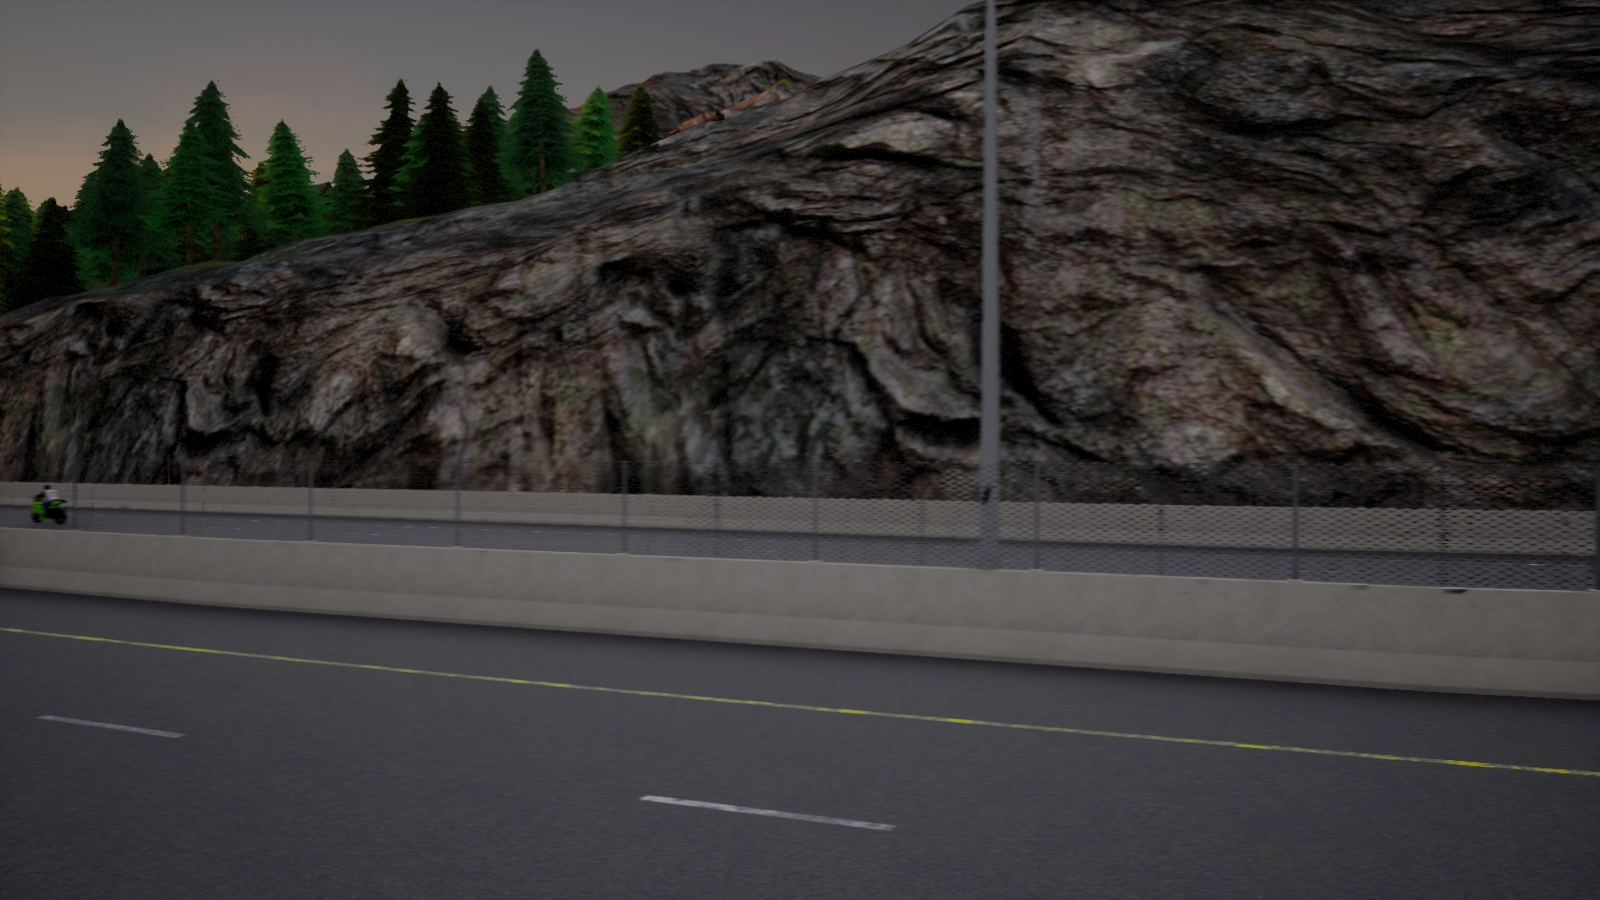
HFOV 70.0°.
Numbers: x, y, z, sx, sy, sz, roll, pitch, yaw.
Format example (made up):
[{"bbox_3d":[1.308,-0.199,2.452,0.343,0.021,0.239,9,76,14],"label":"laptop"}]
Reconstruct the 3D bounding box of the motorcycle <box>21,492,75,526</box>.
[{"bbox_3d":[-28.356,2.211,43.085,2.033,1.217,0.803,0,0,26],"label":"motorcycle"}]
